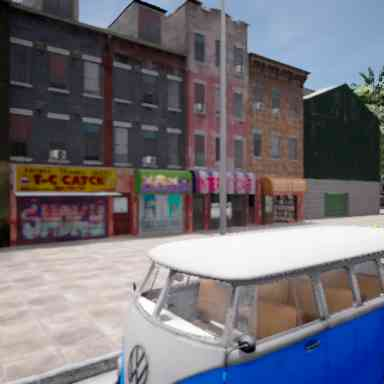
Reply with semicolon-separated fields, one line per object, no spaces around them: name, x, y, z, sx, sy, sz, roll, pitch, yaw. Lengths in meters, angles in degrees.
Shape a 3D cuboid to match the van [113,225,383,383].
van;1.184;1.341;3.655;3.998;1.788;1.690;0;0;-35
